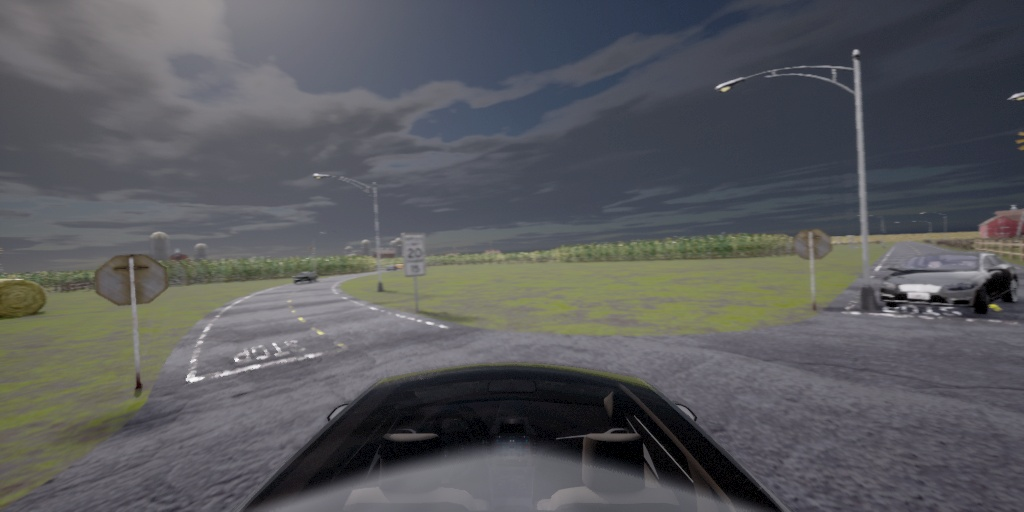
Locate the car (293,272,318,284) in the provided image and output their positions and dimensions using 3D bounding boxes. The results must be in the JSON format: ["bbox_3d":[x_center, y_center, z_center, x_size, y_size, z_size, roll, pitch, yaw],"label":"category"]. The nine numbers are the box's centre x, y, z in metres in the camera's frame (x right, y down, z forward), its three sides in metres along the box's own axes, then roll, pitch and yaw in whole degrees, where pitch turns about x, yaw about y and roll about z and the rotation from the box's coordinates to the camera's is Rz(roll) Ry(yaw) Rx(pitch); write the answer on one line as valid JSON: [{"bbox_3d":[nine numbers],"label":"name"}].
[{"bbox_3d":[-24.679,2.585,42.998,1.895,1.301,4.718,-3,0,-19],"label":"car"}]

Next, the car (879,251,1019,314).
[{"bbox_3d":[12.577,0.645,10.320,4.902,1.511,2.128,-3,0,-27],"label":"car"}]
